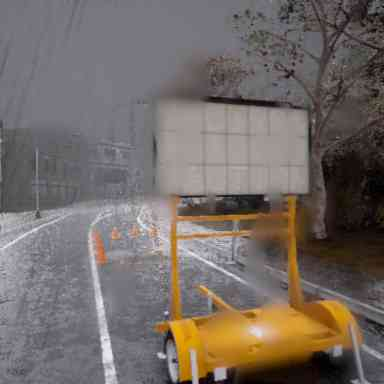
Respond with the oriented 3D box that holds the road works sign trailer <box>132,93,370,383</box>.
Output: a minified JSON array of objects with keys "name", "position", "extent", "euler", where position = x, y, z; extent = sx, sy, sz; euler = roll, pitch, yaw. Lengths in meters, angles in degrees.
[{"name":"road works sign trailer","position":[0.574,0.469,4.830],"extent":[2.380,3.560,2.880],"euler":[-1,0,-18]}]

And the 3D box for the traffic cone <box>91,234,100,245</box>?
[{"name":"traffic cone","position":[-3.630,2.040,12.901],"extent":[0.340,0.580,0.340],"euler":[-1,0,-18]}]

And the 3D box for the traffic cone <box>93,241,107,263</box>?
[{"name":"traffic cone","position":[-3.005,2.026,11.002],"extent":[0.340,0.580,0.340],"euler":[-1,0,-18]}]

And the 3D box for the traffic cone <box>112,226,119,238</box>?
[{"name":"traffic cone","position":[-3.931,2.057,17.013],"extent":[0.340,0.580,0.340],"euler":[-1,0,-18]}]

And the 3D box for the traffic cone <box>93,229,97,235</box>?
[{"name":"traffic cone","position":[-4.255,2.054,14.801],"extent":[0.340,0.580,0.340],"euler":[-1,0,-18]}]

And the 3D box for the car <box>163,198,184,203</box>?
[{"name":"car","position":[-3.778,1.388,67.641],"extent":[1.882,1.535,5.008],"euler":[-2,1,38]}]
